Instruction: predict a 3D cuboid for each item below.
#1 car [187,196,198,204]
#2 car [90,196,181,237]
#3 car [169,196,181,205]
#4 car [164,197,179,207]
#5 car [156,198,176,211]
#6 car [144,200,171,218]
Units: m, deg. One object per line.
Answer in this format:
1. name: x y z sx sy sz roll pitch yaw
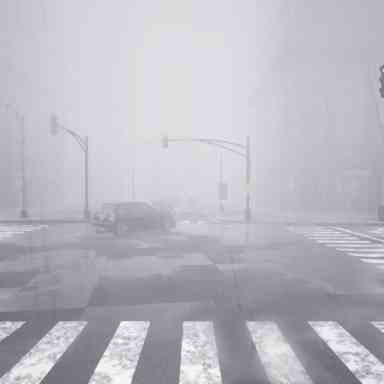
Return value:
1. car: 0.075 1.553 61.278 1.994 1.385 4.181 0 0 0
2. car: -3.002 1.287 17.818 2.097 1.767 4.553 1 1 43
3. car: -3.064 1.467 61.917 1.882 1.535 5.008 0 0 1
4. car: -3.112 1.554 51.425 1.994 1.385 4.181 0 0 1
5. car: -3.125 1.539 41.342 2.033 1.411 5.357 0 0 0
6. car: -3.121 1.541 31.269 2.033 1.411 5.357 0 0 0
